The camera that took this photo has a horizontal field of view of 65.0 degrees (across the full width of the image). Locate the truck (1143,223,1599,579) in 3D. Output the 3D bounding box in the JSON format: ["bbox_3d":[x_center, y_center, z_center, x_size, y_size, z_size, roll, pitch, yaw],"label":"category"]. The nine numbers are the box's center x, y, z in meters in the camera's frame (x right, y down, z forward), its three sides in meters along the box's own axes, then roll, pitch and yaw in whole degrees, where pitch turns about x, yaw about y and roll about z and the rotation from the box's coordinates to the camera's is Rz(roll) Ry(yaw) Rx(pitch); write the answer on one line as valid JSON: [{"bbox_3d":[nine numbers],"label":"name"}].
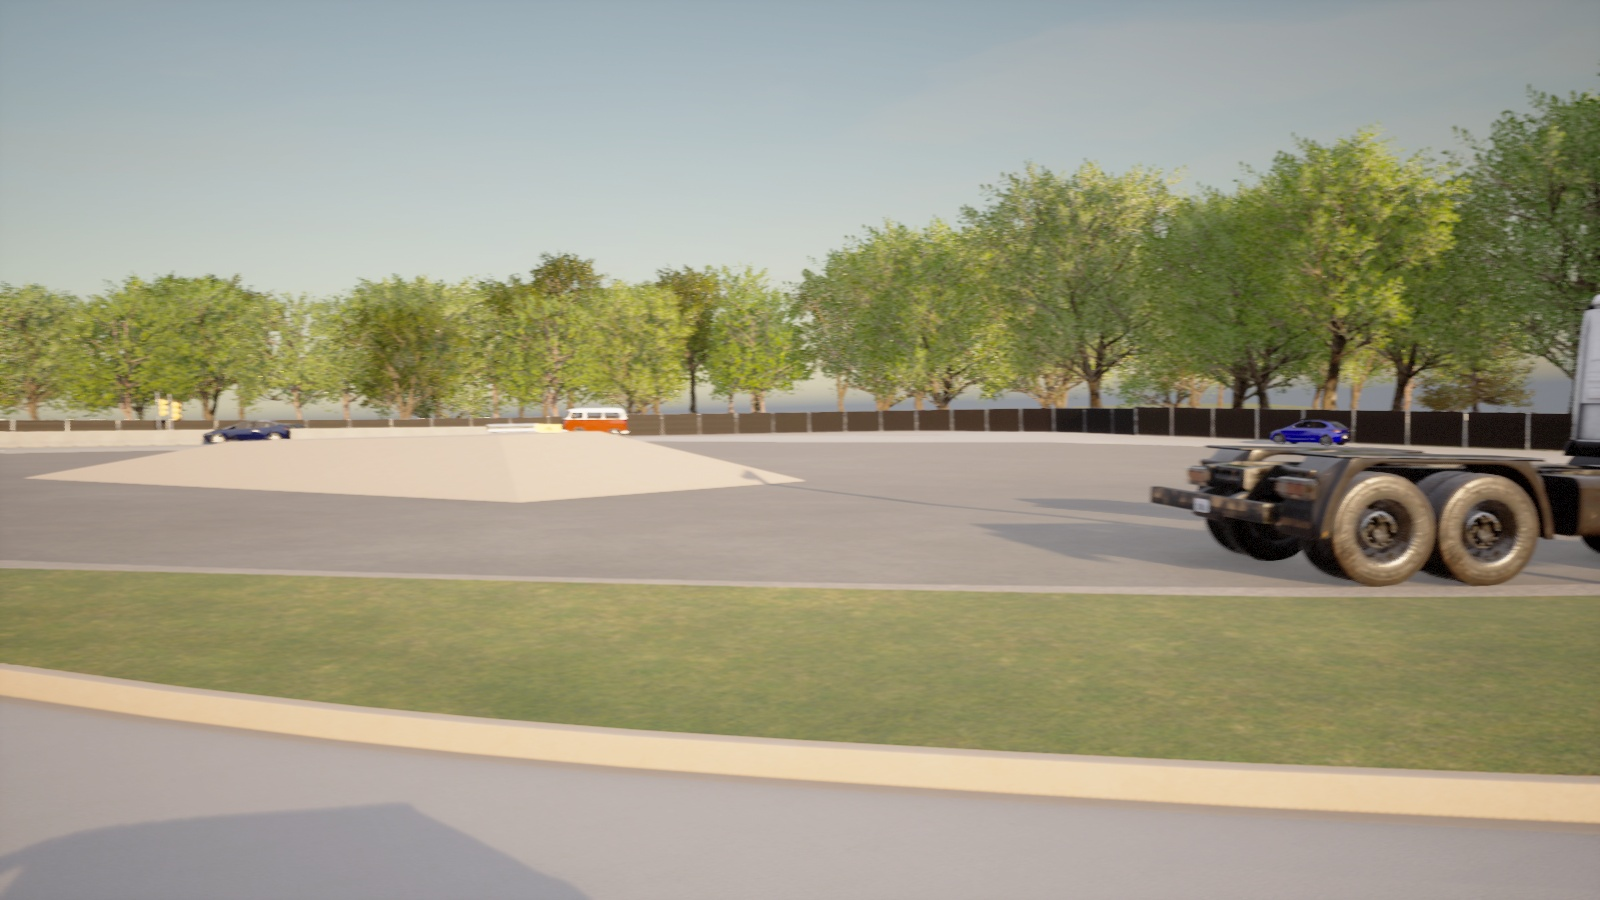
[{"bbox_3d":[8.284,-0.541,14.280,7.936,3.462,2.891,0,2,-9],"label":"truck"}]

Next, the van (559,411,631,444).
[{"bbox_3d":[-13.892,-1.546,85.180,4.480,2.038,2.069,-2,3,-20],"label":"van"}]

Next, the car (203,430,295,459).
[{"bbox_3d":[-32.212,-0.342,73.531,4.792,1.488,2.163,-3,2,-24],"label":"car"}]

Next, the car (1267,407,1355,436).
[{"bbox_3d":[28.466,-1.601,70.008,1.816,1.474,4.193,-5,5,-40],"label":"car"}]
